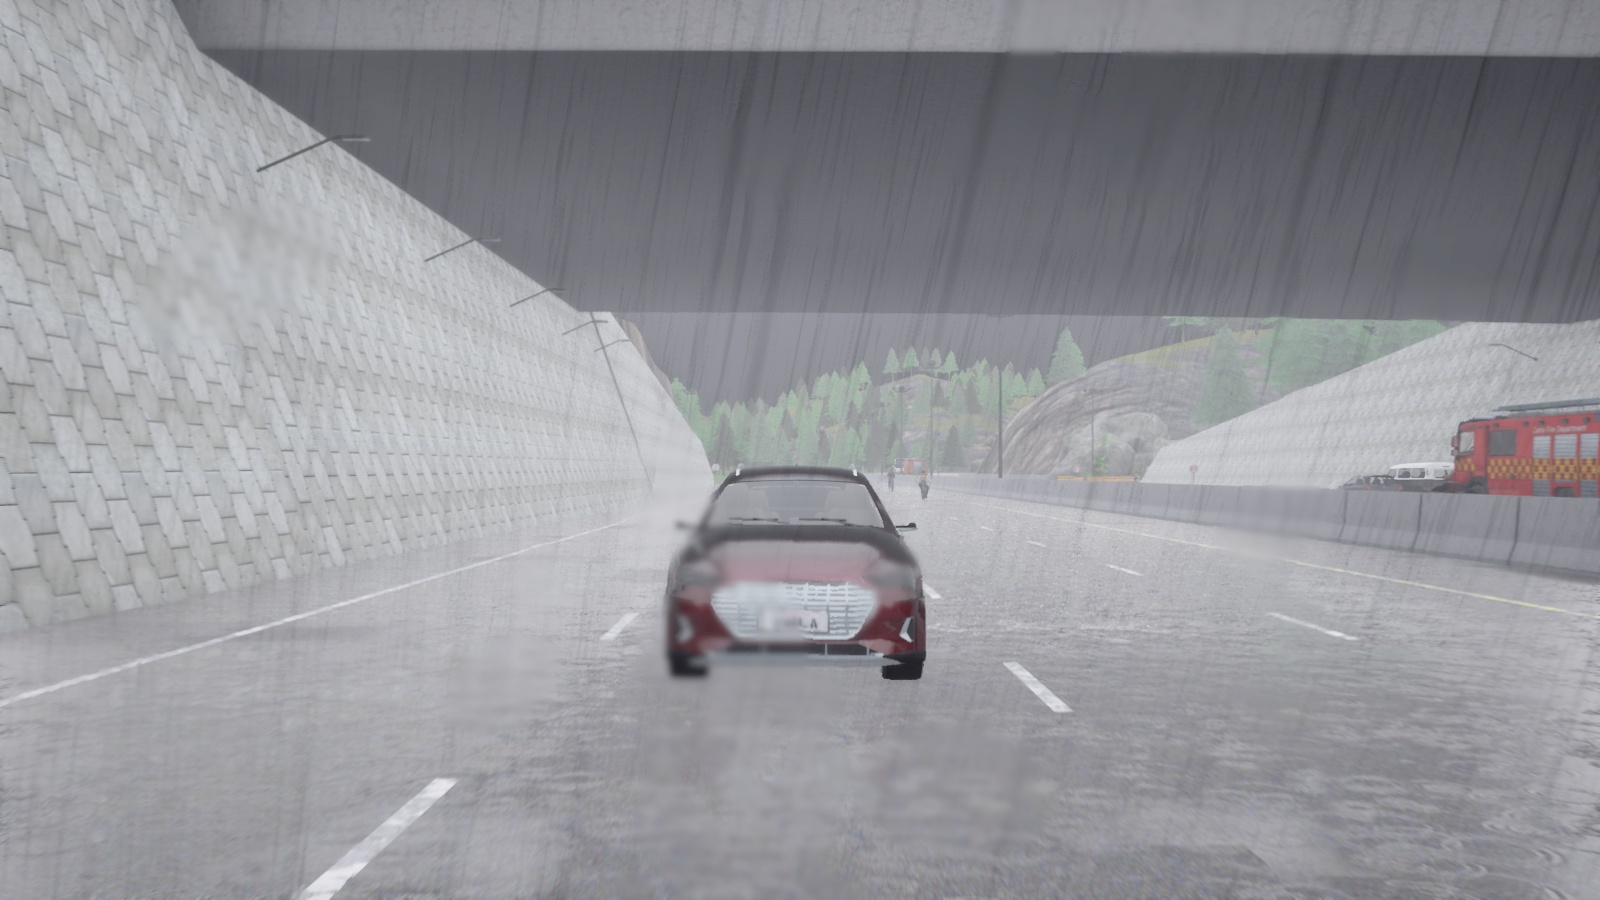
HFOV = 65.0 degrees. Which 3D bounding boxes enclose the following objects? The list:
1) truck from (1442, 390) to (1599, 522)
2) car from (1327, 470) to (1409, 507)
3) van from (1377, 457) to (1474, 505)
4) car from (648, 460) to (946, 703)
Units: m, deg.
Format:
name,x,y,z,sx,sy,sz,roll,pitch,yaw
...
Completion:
name,x,y,z,sx,sy,sz,roll,pitch,yaw
truck,24.395,0.232,40.562,2.891,3.827,8.468,0,-1,0
car,24.353,1.635,53.996,1.845,1.501,3.633,0,-1,0
van,27.845,1.366,56.101,2.069,2.038,4.480,0,-1,0
car,-0.026,0.929,11.018,2.033,1.649,4.856,0,-1,0
